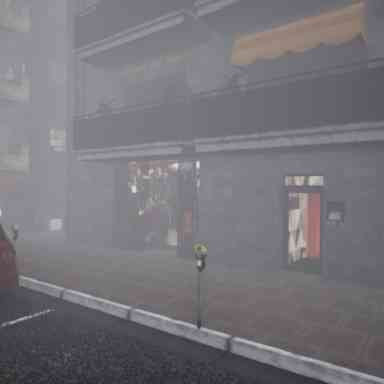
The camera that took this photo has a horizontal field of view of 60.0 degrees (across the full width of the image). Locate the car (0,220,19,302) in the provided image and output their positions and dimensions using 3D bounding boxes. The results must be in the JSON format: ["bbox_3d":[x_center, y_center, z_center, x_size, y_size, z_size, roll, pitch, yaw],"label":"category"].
[{"bbox_3d":[-5.531,1.311,6.792,5.009,1.841,2.192,0,1,35],"label":"car"}]
